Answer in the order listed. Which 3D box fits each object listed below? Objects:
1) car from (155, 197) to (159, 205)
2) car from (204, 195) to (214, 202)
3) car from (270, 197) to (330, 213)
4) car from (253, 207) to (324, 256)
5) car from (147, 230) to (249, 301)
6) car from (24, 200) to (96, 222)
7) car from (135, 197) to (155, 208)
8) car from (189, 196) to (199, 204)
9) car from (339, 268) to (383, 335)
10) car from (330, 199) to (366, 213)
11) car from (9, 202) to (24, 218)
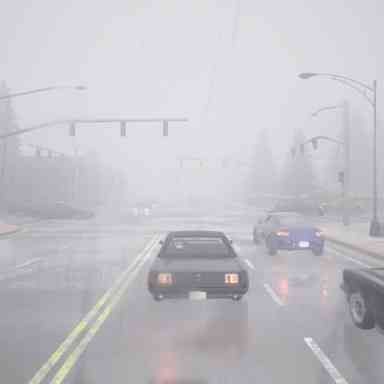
[{"bbox_3d":[-6.815,1.564,57.395,1.994,1.385,4.181,0,0,0],"label":"car"},{"bbox_3d":[3.864,1.355,74.956,2.097,1.767,4.553,0,0,0],"label":"car"},{"bbox_3d":[9.043,1.352,28.921,4.553,1.767,2.097,0,0,1],"label":"car"},{"bbox_3d":[3.643,1.526,13.071,1.812,1.442,4.674,0,0,0],"label":"car"},{"bbox_3d":[0.103,1.601,8.281,1.895,1.301,4.718,0,0,0],"label":"car"},{"bbox_3d":[-10.009,1.506,25.896,4.892,1.490,1.837,0,0,1],"label":"car"},{"bbox_3d":[-6.872,1.526,47.371,1.812,1.442,4.674,0,0,0],"label":"car"},{"bbox_3d":[0.413,1.504,65.626,1.837,1.490,4.892,0,0,0],"label":"car"},{"bbox_3d":[3.615,1.601,3.968,1.895,1.301,4.718,0,0,0],"label":"car"},{"bbox_3d":[16.095,1.478,36.046,5.008,1.535,1.882,0,0,0],"label":"car"},{"bbox_3d":[-13.517,1.478,29.575,5.008,1.535,1.882,0,0,-3],"label":"car"}]
